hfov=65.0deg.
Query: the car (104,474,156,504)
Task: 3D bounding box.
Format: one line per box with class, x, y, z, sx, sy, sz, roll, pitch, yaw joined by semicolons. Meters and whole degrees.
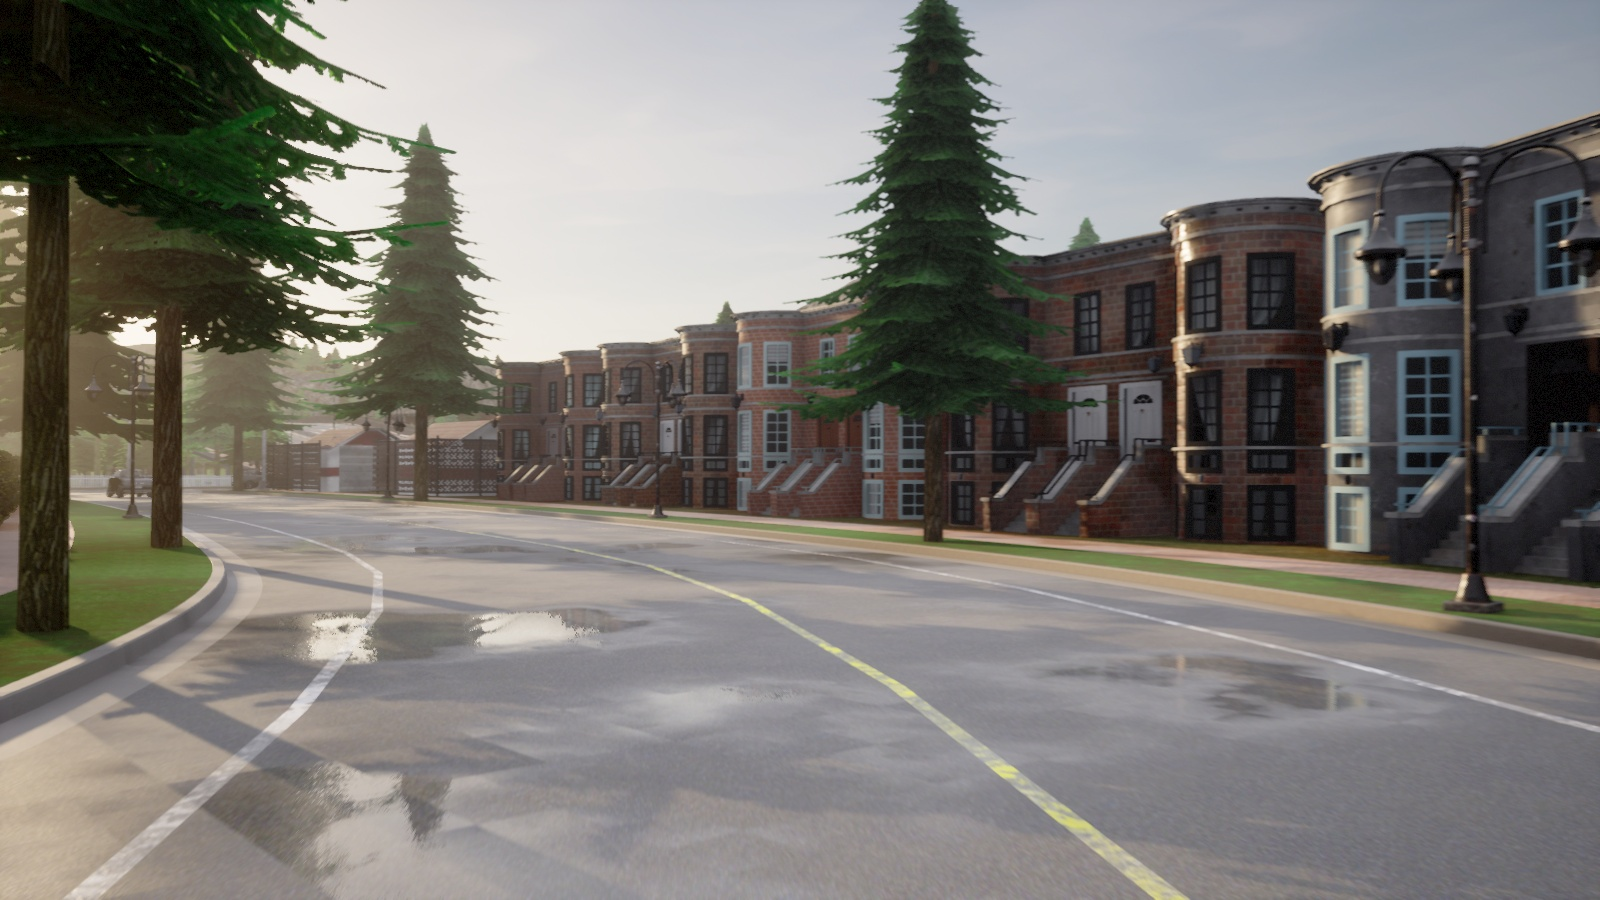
car;-36.232;2.107;67.901;1.789;1.549;3.705;1;-1;-40
